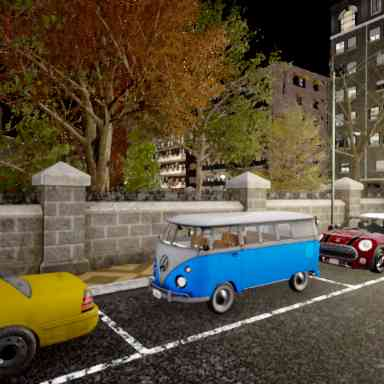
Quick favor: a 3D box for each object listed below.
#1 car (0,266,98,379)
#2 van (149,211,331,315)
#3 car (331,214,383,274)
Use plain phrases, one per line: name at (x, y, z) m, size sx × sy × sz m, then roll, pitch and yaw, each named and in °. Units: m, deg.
car at (-3.641, 1.525, 3.952) m, size 4.829 × 1.417 × 1.752 m, roll 0°, pitch 1°, yaw -35°
van at (1.072, 1.342, 7.305) m, size 3.998 × 1.788 × 1.690 m, roll 0°, pitch 1°, yaw -35°
car at (5.643, 1.441, 10.562) m, size 4.097 × 1.590 × 1.967 m, roll 0°, pitch 1°, yaw -35°
